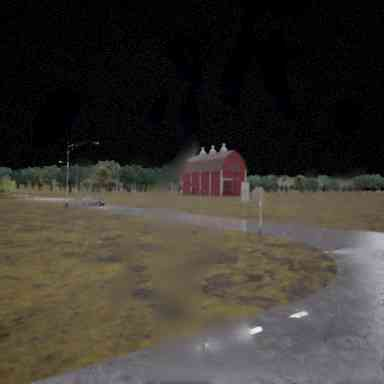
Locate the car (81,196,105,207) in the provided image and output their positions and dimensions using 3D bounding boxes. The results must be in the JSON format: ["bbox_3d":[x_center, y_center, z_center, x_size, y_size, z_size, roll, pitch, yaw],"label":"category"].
[{"bbox_3d":[-12.391,1.155,41.572,1.994,1.385,4.181,1,0,-36],"label":"car"}]
